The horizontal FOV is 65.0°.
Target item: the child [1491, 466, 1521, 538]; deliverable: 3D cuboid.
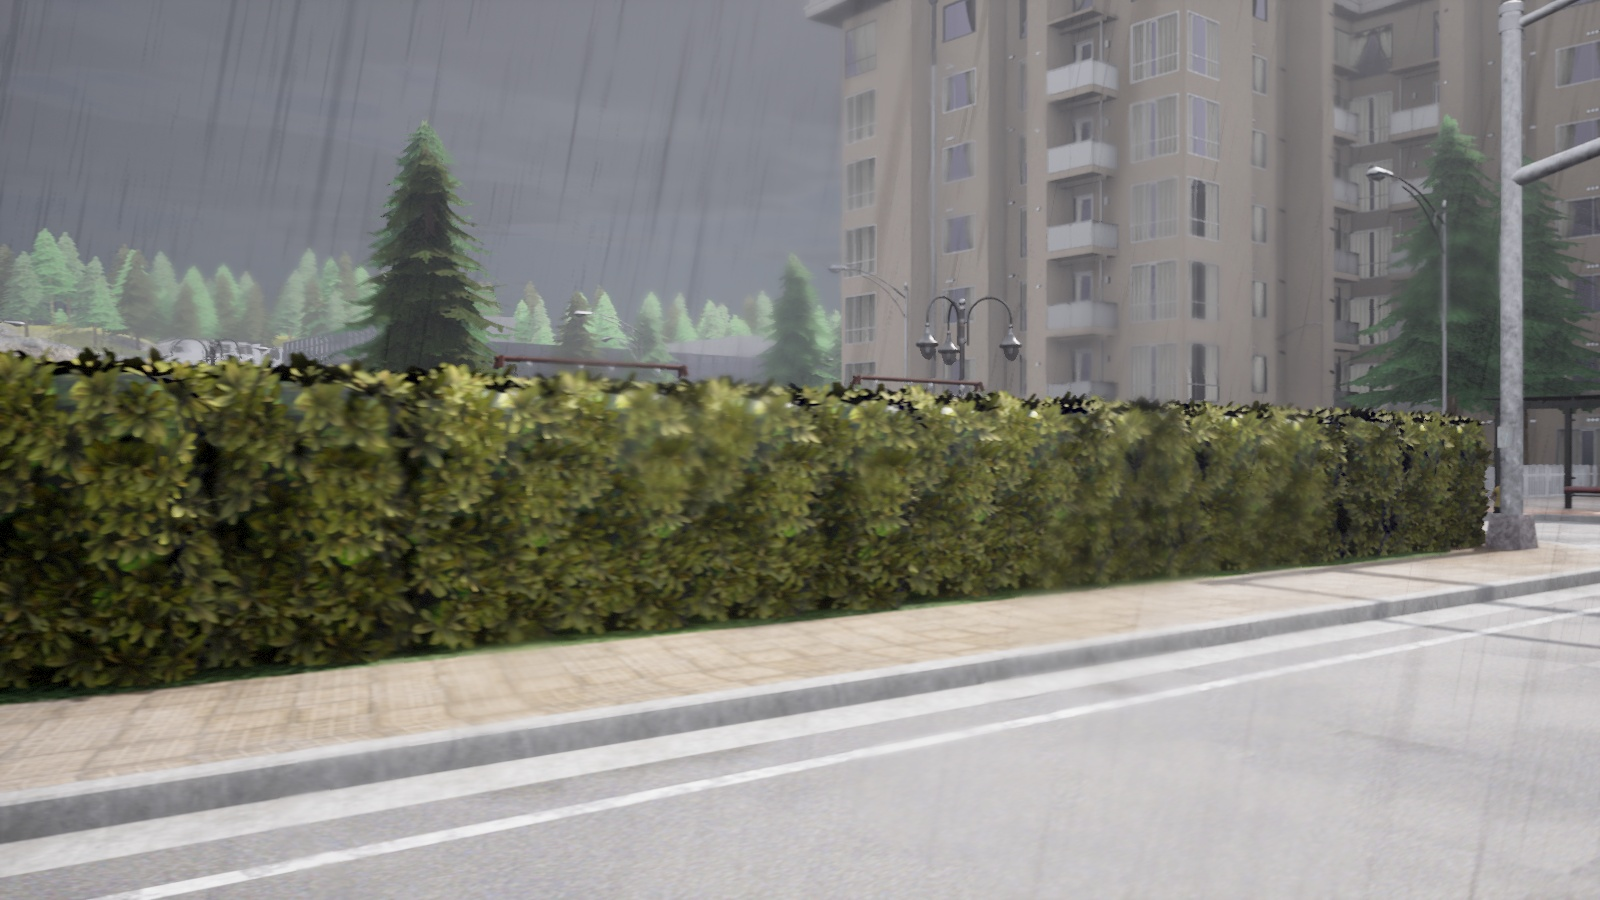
[{"bbox_3d":[10.980,0.803,19.528,0.394,1.110,0.255,0,0,-37],"label":"child"}]
